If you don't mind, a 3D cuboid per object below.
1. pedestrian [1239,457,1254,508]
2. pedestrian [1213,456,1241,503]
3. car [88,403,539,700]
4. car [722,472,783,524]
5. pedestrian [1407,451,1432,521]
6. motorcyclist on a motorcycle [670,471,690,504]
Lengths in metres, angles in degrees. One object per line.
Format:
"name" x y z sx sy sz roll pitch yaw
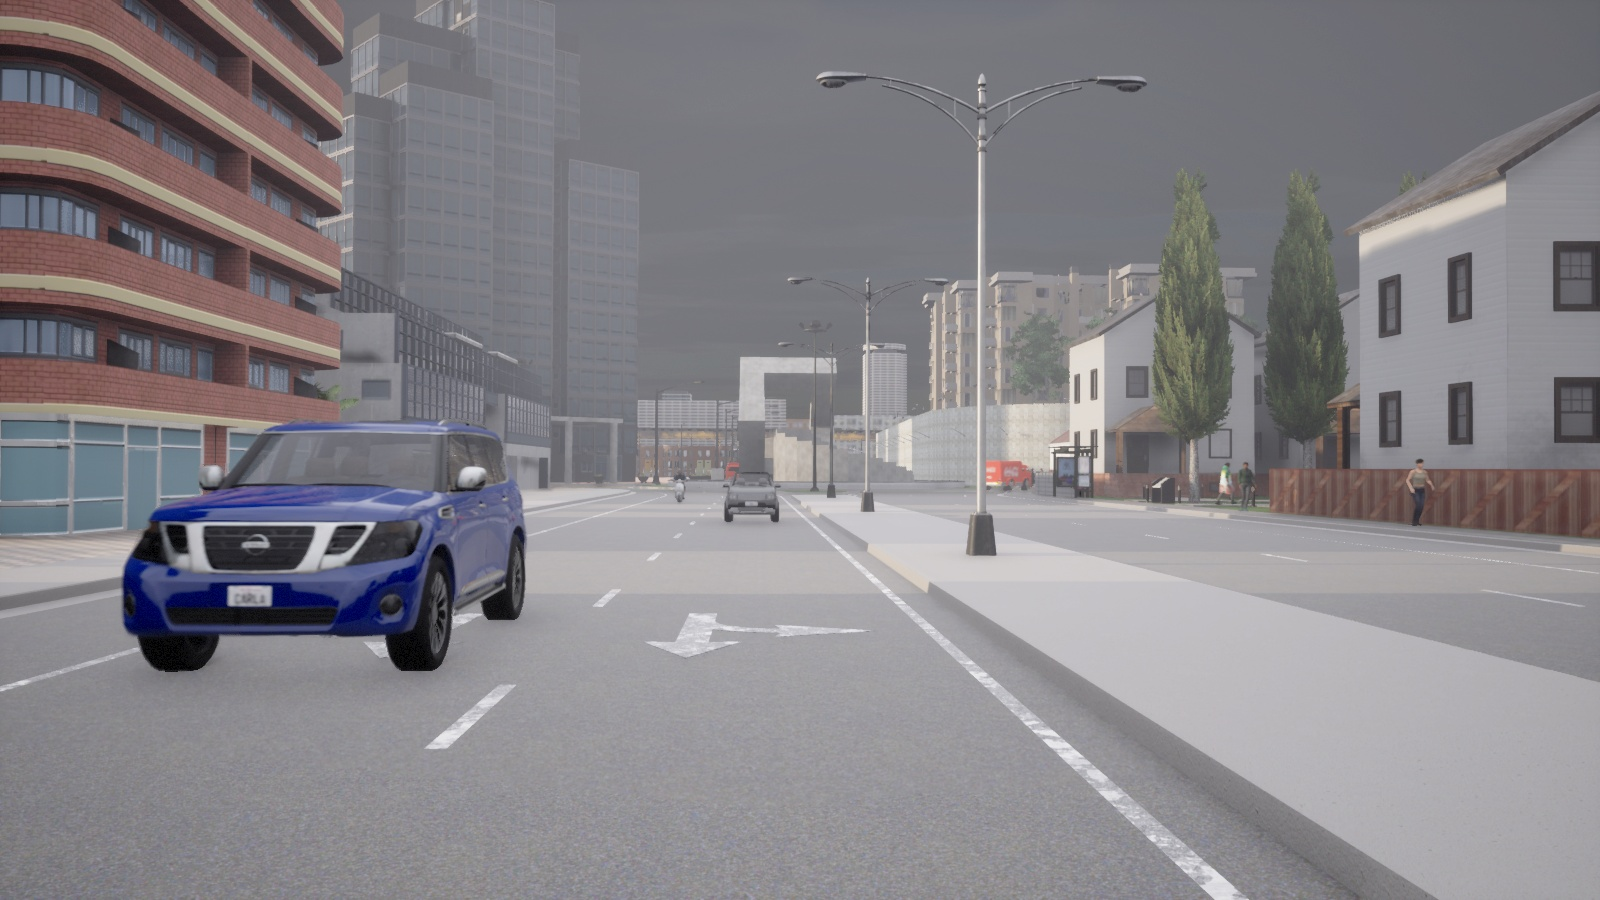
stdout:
"pedestrian" 16.153 1.166 45.431 0.353 1.847 0.614 0 -1 3
"pedestrian" 18.012 1.234 52.948 0.873 1.952 0.659 0 -1 -11
"car" -3.939 0.742 11.486 2.150 2.045 5.566 0 -1 -2
"car" -1.482 1.453 39.031 1.789 1.549 3.705 0 -1 -2
"pedestrian" 16.470 0.963 33.376 0.345 1.836 0.594 0 -1 -1
"motorcyclist on a motorcycle" -5.817 1.812 60.920 0.866 1.590 1.817 0 -1 -2
